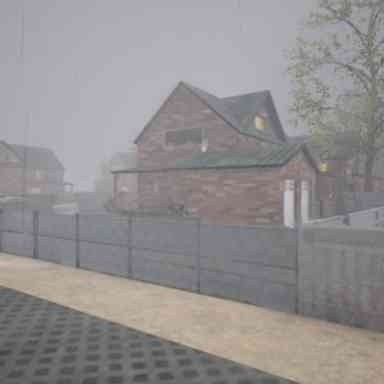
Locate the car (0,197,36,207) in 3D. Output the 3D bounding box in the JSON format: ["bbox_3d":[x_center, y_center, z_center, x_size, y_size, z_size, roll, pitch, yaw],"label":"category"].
[{"bbox_3d":[-16.318,1.195,29.526,1.882,1.535,5.008,1,2,35],"label":"car"}]
